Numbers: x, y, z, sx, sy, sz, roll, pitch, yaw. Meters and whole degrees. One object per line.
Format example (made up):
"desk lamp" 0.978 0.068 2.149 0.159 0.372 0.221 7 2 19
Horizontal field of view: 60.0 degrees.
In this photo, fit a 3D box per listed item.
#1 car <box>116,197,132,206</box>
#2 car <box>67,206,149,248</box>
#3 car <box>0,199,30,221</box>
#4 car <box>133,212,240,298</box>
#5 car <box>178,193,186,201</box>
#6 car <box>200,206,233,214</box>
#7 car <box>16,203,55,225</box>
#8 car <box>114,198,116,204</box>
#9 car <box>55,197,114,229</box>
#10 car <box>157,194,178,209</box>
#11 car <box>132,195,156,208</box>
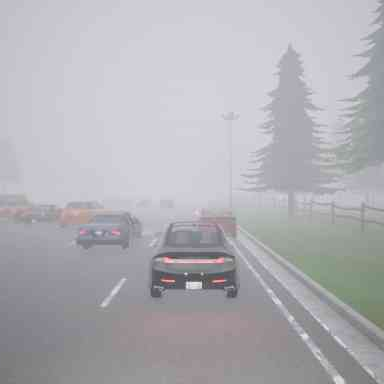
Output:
"car" -10.399 1.525 53.235 1.812 1.442 4.674 0 0 0
"car" -3.396 1.547 14.632 2.033 1.411 5.357 0 0 0
"car" -13.892 1.352 26.540 2.097 1.767 4.553 0 0 0
"car" 0.054 1.492 8.498 2.128 1.511 4.902 0 0 0
"car" -3.479 1.540 88.969 2.033 1.411 5.357 0 0 0
"car" 1.229 1.478 17.839 1.882 1.535 5.008 0 0 0
"car" -10.394 1.601 24.120 1.895 1.301 4.718 0 0 0
"car" -13.894 1.525 56.576 1.812 1.442 4.674 0 0 0
"car" -6.897 1.353 21.909 2.097 1.767 4.553 0 0 0
"car" -3.387 1.477 46.667 1.882 1.535 5.008 0 0 0
"car" -6.889 1.547 48.685 2.033 1.411 5.357 0 0 0
